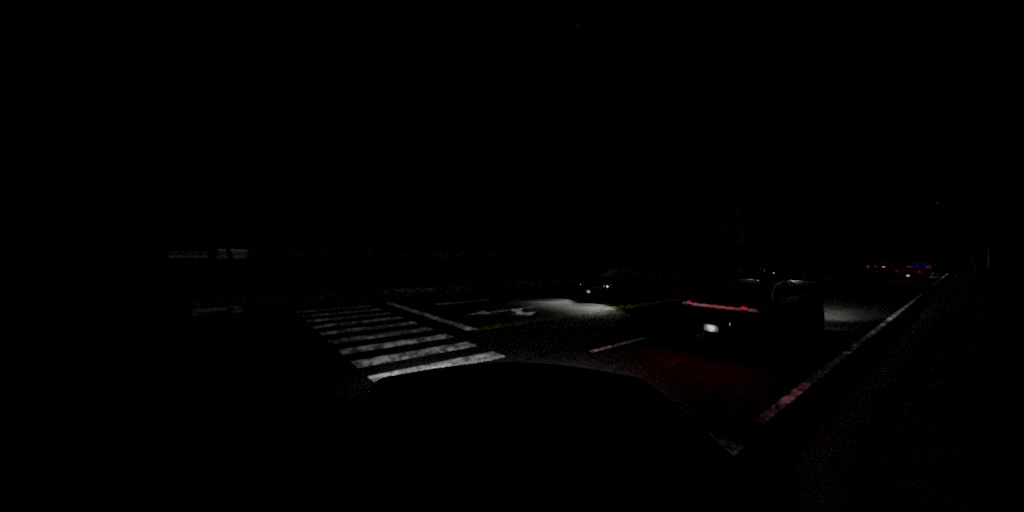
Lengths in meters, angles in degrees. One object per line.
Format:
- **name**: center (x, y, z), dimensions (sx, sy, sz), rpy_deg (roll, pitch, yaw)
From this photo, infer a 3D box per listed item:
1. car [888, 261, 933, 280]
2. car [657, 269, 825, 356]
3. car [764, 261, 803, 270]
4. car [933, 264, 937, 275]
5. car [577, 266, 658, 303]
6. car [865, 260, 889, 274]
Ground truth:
- **car**: center (33.689, 1.286, 30.260), dimensions (4.718, 1.301, 1.895), rpy_deg (0, 1, -38)
- **car**: center (5.883, 1.222, 8.645), dimensions (4.902, 1.511, 2.128), rpy_deg (0, 1, -38)
- **car**: center (22.976, 1.149, 30.329), dimensions (4.892, 1.490, 1.837), rpy_deg (1, 0, -38)
- **car**: center (41.460, 1.198, 36.365), dimensions (4.674, 1.442, 1.812), rpy_deg (0, 1, -37)
- **car**: center (5.012, 1.198, 16.339), dimensions (4.674, 1.442, 1.812), rpy_deg (0, 1, -38)
- **car**: center (41.047, 1.193, 40.100), dimensions (5.357, 1.411, 2.033), rpy_deg (0, 0, -38)
